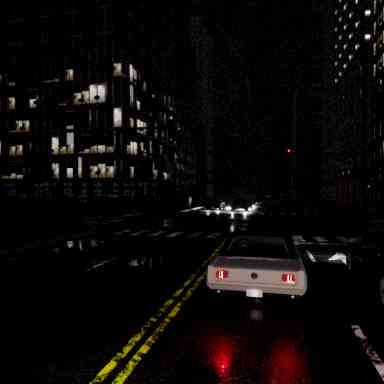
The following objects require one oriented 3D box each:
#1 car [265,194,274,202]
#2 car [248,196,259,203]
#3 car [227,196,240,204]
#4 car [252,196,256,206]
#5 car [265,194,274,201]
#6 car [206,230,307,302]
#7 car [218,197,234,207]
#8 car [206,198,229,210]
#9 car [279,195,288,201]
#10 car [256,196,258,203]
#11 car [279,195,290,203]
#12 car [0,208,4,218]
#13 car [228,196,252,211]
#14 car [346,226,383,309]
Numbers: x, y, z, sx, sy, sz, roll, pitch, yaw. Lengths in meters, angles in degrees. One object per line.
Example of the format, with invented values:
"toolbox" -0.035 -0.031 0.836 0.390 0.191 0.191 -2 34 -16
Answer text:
"car" 16.459 1.530 70.823 1.895 1.301 4.718 0 0 13
"car" 12.863 1.485 69.737 2.033 1.411 5.357 0 0 13
"car" 7.923 1.460 63.175 1.837 1.490 4.892 0 0 14
"car" 8.043 1.460 49.739 2.128 1.511 4.902 0 0 13
"car" 18.750 1.286 80.526 2.128 1.511 4.902 0 0 13
"car" 1.709 1.597 8.353 1.895 1.301 4.718 0 0 14
"car" 5.485 1.567 53.048 1.895 1.301 4.718 0 0 13
"car" 3.151 1.524 43.182 2.033 1.411 5.357 0 0 13
"car" 21.920 1.355 79.808 1.895 1.301 4.718 0 0 13
"car" 10.386 1.559 59.544 1.895 1.301 4.718 0 0 14
"car" 19.520 1.474 69.640 2.033 1.411 5.357 0 0 13
"car" -17.310 1.434 26.693 4.313 1.339 1.947 1 1 14
"car" 5.918 1.503 40.739 1.812 1.442 4.674 0 0 13
"car" 4.838 1.501 7.449 1.837 1.490 4.892 0 0 13
